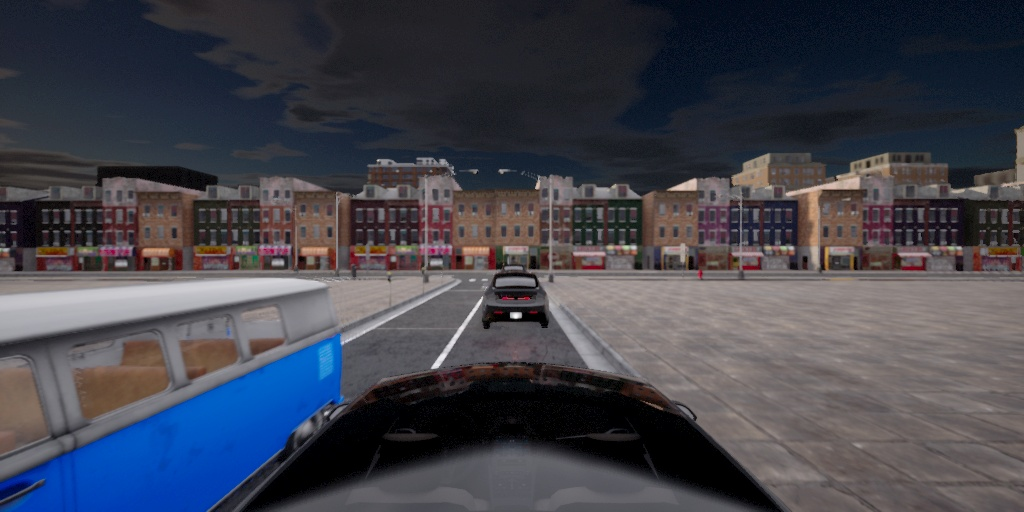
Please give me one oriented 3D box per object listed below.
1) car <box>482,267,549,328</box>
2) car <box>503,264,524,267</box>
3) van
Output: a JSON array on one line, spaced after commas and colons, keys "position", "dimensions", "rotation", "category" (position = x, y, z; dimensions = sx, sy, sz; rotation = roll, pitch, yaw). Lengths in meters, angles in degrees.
[{"position": [0.096, 1.252, 11.435], "dimensions": [1.837, 1.490, 4.892], "rotation": [0, 0, 0], "category": "car"}, {"position": [0.081, 1.252, 22.780], "dimensions": [1.837, 1.490, 4.892], "rotation": [0, 0, -1], "category": "car"}, {"position": [-2.638, 1.091, 2.233], "dimensions": [1.690, 1.789, 3.998], "rotation": [0, 0, 0], "category": "van"}]
